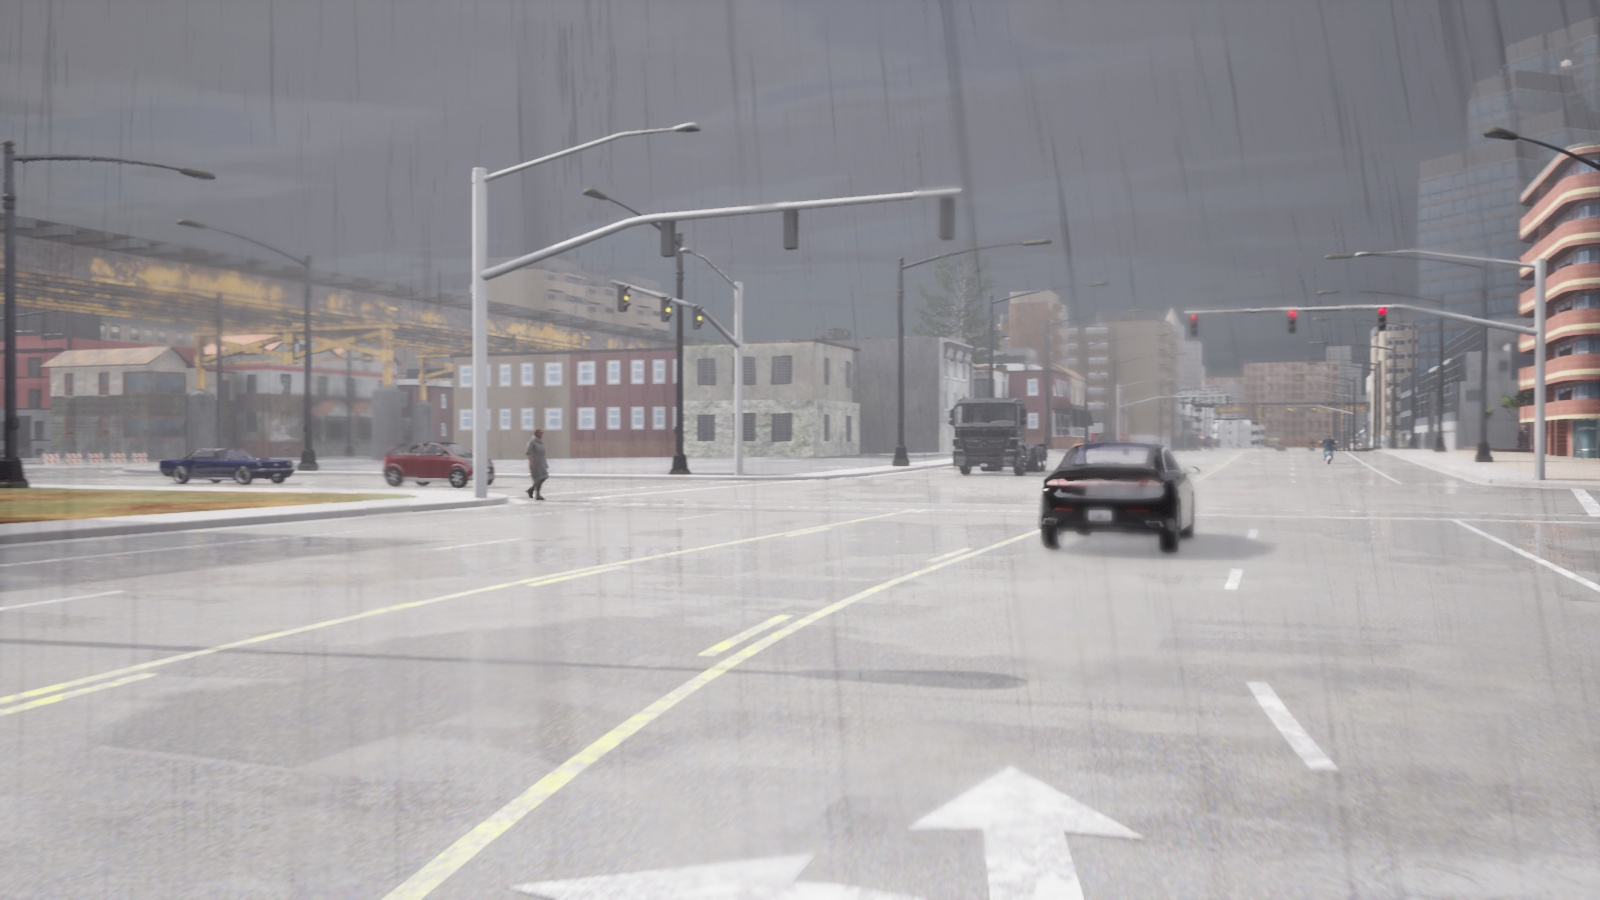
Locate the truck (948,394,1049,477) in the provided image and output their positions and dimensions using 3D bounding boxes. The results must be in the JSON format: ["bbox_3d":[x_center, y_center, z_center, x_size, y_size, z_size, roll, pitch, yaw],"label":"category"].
[{"bbox_3d":[9.136,-0.675,56.943,2.891,3.462,7.936,0,1,21],"label":"truck"}]

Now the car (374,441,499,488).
[{"bbox_3d":[-12.186,0.464,42.176,3.705,1.549,1.789,0,0,21],"label":"car"}]

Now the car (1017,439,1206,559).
[{"bbox_3d":[4.755,0.606,18.588,2.128,1.511,4.902,0,0,21],"label":"car"}]

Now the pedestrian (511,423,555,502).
[{"bbox_3d":[-6.744,0.309,31.758,0.873,1.952,0.659,0,0,17],"label":"pedestrian"}]

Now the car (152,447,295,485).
[{"bbox_3d":[-20.806,0.552,45.316,4.718,1.301,1.895,0,0,20],"label":"car"}]
